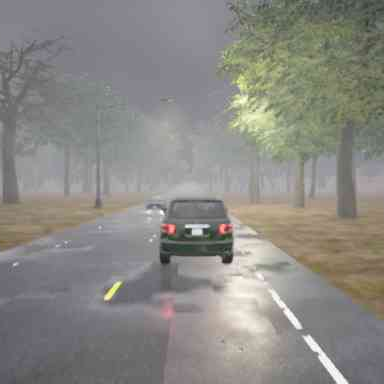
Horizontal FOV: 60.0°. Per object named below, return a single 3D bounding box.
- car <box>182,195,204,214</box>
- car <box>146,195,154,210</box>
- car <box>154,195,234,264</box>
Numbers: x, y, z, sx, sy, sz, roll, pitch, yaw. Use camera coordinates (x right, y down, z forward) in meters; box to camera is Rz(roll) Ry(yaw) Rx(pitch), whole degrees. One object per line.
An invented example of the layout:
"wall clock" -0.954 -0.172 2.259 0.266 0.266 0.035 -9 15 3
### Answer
"car" 0.085 1.102 30.982 1.812 1.442 4.674 0 1 0
"car" -3.601 1.058 34.785 2.033 1.411 5.357 0 1 0
"car" 0.108 1.105 11.499 2.150 2.045 5.566 0 1 -1
